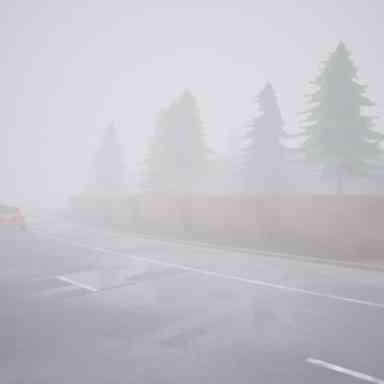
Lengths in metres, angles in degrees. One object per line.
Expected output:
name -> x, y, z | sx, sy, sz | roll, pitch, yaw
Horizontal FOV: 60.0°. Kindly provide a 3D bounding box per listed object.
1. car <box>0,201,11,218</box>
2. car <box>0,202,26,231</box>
car -> -21.843, 1.930, 37.757 | 2.097, 1.767, 4.553 | 1, -2, -26
car -> -12.958, 1.709, 22.876 | 2.097, 1.767, 4.553 | 2, -2, -37
